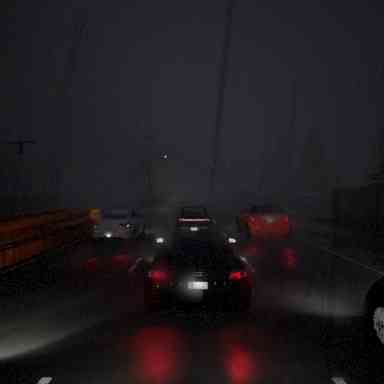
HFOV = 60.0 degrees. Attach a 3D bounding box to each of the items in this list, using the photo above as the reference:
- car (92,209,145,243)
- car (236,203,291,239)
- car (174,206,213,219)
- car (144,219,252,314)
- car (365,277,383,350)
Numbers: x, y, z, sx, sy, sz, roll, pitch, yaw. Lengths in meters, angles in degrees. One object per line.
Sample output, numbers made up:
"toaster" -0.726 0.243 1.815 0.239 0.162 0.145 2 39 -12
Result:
"car" -3.406 1.525 15.893 1.812 1.442 4.674 0 0 0
"car" 3.598 1.352 17.443 2.097 1.767 4.553 0 0 0
"car" 0.097 1.492 17.635 2.128 1.511 4.902 0 0 0
"car" 0.099 1.564 7.686 1.994 1.385 4.181 0 0 0
"car" 3.600 1.507 3.208 1.837 1.490 4.892 0 1 0
